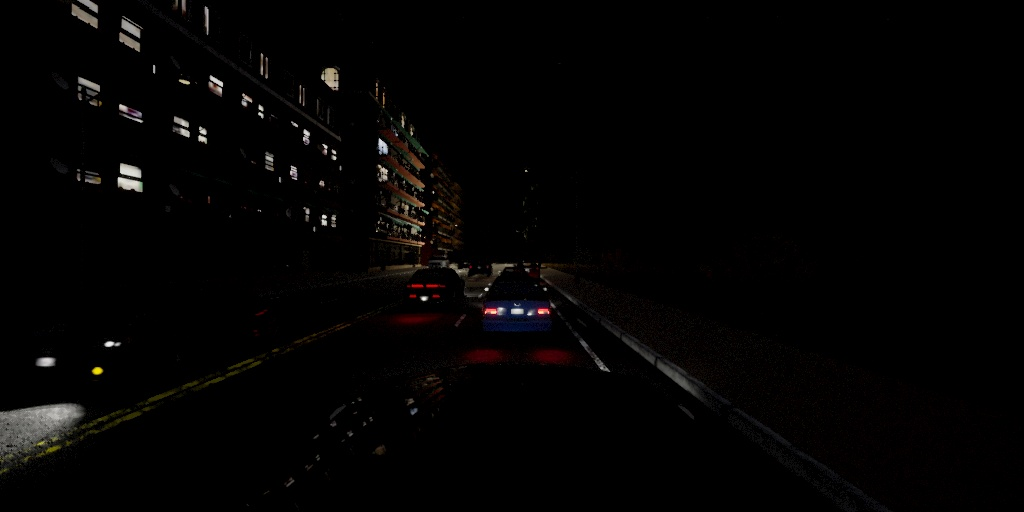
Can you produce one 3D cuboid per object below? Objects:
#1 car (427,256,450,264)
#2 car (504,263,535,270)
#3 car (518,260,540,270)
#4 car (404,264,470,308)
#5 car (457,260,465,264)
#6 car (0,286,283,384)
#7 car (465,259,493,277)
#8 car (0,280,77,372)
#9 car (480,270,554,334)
[{"bbox_3d":[-9.764,0.974,47.961,2.150,2.045,5.566,0,0,0],"label":"car"},{"bbox_3d":[0.128,1.317,20.946,1.994,1.385,4.181,0,0,1],"label":"car"},{"bbox_3d":[1.188,1.105,29.880,2.097,1.767,4.553,0,0,0],"label":"car"},{"bbox_3d":[-3.127,1.257,15.205,1.837,1.490,4.892,0,0,0],"label":"car"},{"bbox_3d":[-6.509,1.258,50.321,1.837,1.490,4.892,0,0,0],"label":"car"},{"bbox_3d":[-6.593,1.315,7.063,1.994,1.385,4.181,0,0,0],"label":"car"},{"bbox_3d":[-3.083,1.105,35.833,2.097,1.767,4.553,0,0,0],"label":"car"},{"bbox_3d":[-9.846,1.242,4.793,2.128,1.511,4.902,0,0,0],"label":"car"},{"bbox_3d":[0.117,1.299,10.613,2.033,1.411,5.357,0,0,0],"label":"car"}]
